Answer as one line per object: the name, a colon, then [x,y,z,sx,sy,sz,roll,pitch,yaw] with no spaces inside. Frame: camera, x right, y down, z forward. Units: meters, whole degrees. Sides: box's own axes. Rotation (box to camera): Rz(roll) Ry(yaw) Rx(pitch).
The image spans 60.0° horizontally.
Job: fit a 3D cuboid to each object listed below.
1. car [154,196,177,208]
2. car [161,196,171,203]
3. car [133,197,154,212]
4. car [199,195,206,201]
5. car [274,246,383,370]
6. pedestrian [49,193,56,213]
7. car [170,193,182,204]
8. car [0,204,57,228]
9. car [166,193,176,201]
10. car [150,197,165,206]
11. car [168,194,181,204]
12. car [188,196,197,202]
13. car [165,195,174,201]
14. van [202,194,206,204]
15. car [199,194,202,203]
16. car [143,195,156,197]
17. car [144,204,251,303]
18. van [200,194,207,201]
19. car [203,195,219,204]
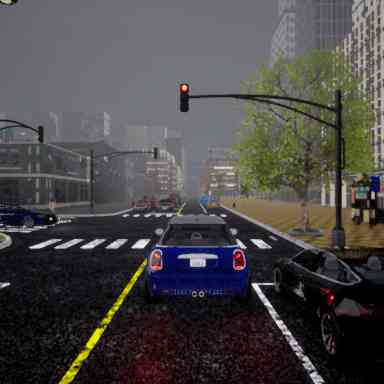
car: [-3.041,1.526,38.477,1.812,1.442,4.674,0,0,-2]
car: [-5.592,1.528,71.327,1.752,1.417,4.829,0,0,0]
car: [-5.636,1.583,38.191,1.802,1.307,4.206,0,0,0]
car: [2.812,1.530,88.311,1.752,1.417,4.829,0,0,0]
car: [2.701,1.566,5.704,1.947,1.339,4.313,0,0,0]
pedestrian: [-12.710,1.037,30.205,0.375,1.860,0.375,0,-1,-1]
car: [-2.992,1.224,59.007,2.150,2.045,5.566,0,0,1]
car: [-10.720,1.457,20.903,4.181,1.385,1.994,1,0,7]
car: [-5.568,1.320,88.150,2.192,1.841,5.009,0,0,0]
car: [-5.614,1.552,54.844,2.008,1.369,4.403,0,0,0]
car: [-3.033,1.479,48.511,1.882,1.535,5.008,0,0,0]
car: [0.106,1.544,79.206,2.033,1.411,5.357,0,0,0]
car: [-5.577,1.555,82.599,2.008,1.369,4.403,0,0,0]
van: [2.760,1.342,49.284,1.690,1.788,3.998,0,0,0]
car: [2.774,1.553,60.386,2.008,1.369,4.403,0,0,0]
car: [-5.628,1.316,43.742,2.192,1.841,5.009,0,0,0]
car: [0.111,1.352,8.371,2.097,1.767,4.553,0,0,0]
van: [2.805,1.345,82.590,1.690,1.788,3.998,0,0,0]
car: [2.752,1.526,43.903,1.752,1.417,4.829,0,0,0]
